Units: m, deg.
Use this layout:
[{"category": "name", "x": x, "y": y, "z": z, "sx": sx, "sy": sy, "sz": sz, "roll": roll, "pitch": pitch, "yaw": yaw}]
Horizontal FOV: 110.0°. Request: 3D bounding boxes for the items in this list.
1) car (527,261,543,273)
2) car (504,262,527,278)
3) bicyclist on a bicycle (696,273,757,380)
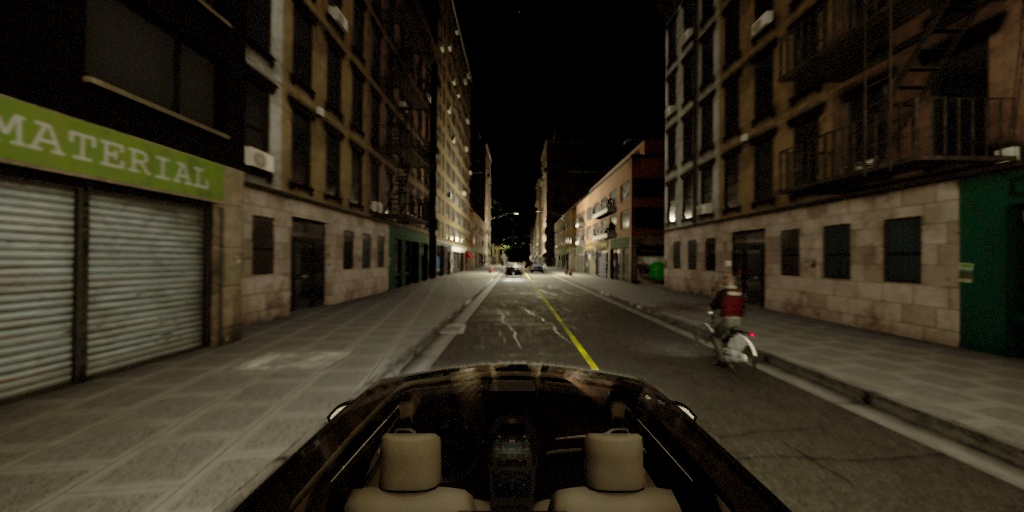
[{"category": "car", "x": 3.510, "y": 1.723, "z": 52.289, "sx": 2.033, "sy": 1.411, "sz": 5.357, "roll": 1, "pitch": 0, "yaw": 1}, {"category": "car", "x": 0.207, "y": 1.539, "z": 39.591, "sx": 2.128, "sy": 1.511, "sz": 4.902, "roll": 1, "pitch": 0, "yaw": 1}, {"category": "bicyclist on a bicycle", "x": 3.848, "y": 1.195, "z": 6.580, "sx": 0.659, "sy": 1.776, "sz": 1.843, "roll": 1, "pitch": 0, "yaw": 0}]
